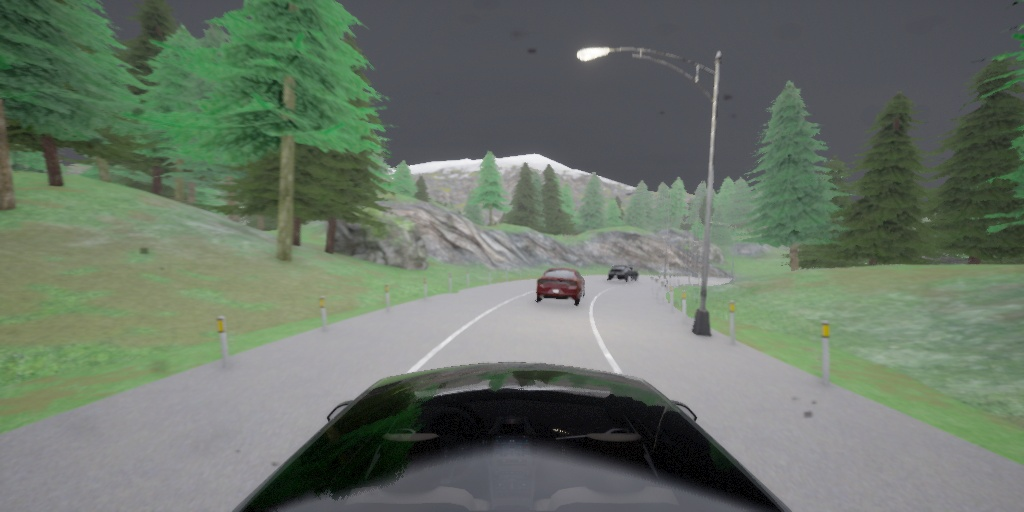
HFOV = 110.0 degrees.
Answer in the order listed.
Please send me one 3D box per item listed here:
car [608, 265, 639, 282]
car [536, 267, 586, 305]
[{"bbox_3d":[10.612,1.646,33.961,1.837,1.490,4.892,4,0,35],"label":"car"},{"bbox_3d":[2.396,1.280,16.946,1.882,1.535,5.008,2,0,15],"label":"car"}]
